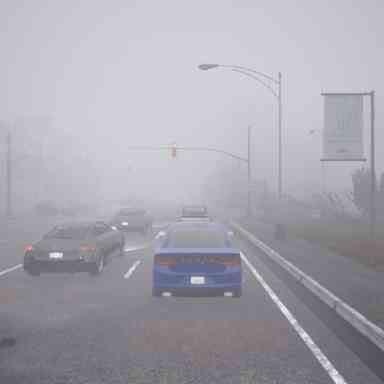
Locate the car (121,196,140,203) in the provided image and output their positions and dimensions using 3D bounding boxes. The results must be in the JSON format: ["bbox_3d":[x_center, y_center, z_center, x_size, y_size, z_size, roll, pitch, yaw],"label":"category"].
[{"bbox_3d":[-10.503,1.484,55.436,2.128,1.511,4.902,0,0,0],"label":"car"}]

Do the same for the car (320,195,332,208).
[{"bbox_3d":[14.071,1.473,38.306,5.008,1.535,1.882,0,0,3],"label":"car"}]

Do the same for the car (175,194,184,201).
[{"bbox_3d":[-3.372,1.338,85.969,2.097,1.767,4.553,0,0,0],"label":"car"}]

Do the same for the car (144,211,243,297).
[{"bbox_3d":[0.112,1.476,8.611,1.882,1.535,5.008,0,0,0],"label":"car"}]

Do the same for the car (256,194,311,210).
[{"bbox_3d":[9.571,1.217,34.861,5.566,2.045,2.150,0,0,3],"label":"car"}]

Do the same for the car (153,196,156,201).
[{"bbox_3d":[-10.374,1.538,84.418,1.994,1.385,4.181,0,0,0],"label":"car"}]

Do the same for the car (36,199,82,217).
[{"bbox_3d":[-12.103,1.474,29.580,5.008,1.535,1.882,0,-2,44],"label":"car"}]

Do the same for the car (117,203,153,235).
[{"bbox_3d":[-3.373,1.561,18.768,1.994,1.385,4.181,0,0,0],"label":"car"}]

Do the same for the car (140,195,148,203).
[{"bbox_3d":[-10.430,1.555,64.788,1.994,1.385,4.181,0,0,2],"label":"car"}]

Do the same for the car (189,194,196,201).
[{"bbox_3d":[0.127,1.522,85.577,2.033,1.411,5.357,0,0,0],"label":"car"}]

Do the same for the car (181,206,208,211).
[{"bbox_3d":[0.127,1.489,18.110,2.128,1.511,4.902,0,0,0],"label":"car"}]

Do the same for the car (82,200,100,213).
[{"bbox_3d":[-12.444,1.520,36.141,4.674,1.442,1.812,0,0,3],"label":"car"}]

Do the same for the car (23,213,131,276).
[{"bbox_3d":[-3.395,1.563,10.385,1.994,1.385,4.181,0,0,1],"label":"car"}]

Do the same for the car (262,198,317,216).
[{"bbox_3d":[9.079,1.560,31.383,4.181,1.385,1.994,0,0,3],"label":"car"}]

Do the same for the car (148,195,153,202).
[{"bbox_3d":[-10.389,1.514,74.392,1.812,1.442,4.674,0,0,0],"label":"car"}]
